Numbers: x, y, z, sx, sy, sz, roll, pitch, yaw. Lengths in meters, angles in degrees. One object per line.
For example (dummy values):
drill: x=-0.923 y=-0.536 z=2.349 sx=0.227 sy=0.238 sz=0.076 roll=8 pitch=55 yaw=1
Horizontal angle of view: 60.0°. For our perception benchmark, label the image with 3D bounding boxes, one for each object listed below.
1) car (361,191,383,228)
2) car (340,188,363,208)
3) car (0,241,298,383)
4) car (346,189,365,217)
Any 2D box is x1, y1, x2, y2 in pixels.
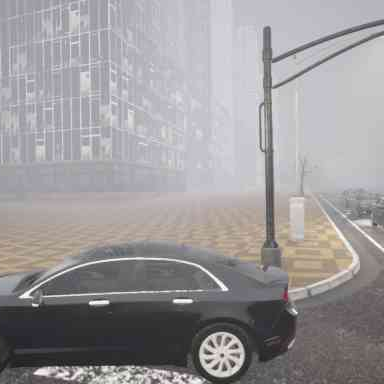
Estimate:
car: x=9.065 y=0.928 z=14.380 sx=2.128 sy=1.511 sz=4.902 roll=-1 pitch=2 yaw=18
car: x=13.125 y=0.454 z=26.732 sx=2.128 sy=1.511 sz=4.902 roll=-1 pitch=2 yaw=18
car: x=-1.039 y=1.505 z=4.758 sx=4.892 sy=1.490 sz=1.837 roll=0 pitch=0 yaw=0
car: x=11.122 y=0.759 z=20.671 sx=1.994 sy=1.385 sz=4.181 roll=-1 pitch=2 yaw=17
